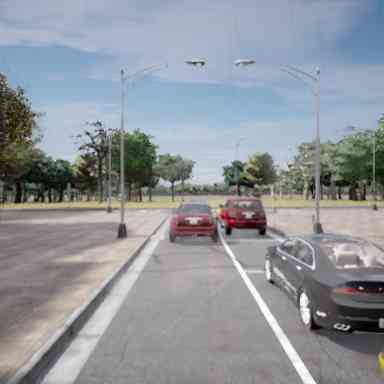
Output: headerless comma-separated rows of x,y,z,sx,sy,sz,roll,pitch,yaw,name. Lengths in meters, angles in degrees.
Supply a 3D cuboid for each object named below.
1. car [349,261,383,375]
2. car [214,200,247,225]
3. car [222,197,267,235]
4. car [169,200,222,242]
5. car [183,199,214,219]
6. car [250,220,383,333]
2.635,1.514,1.245,1.752,1.417,4.829,0,0,0,car
2.588,1.346,23.426,1.752,1.417,4.829,0,0,0,car
2.600,1.179,17.709,2.192,1.841,5.009,0,0,0,car
0.067,1.230,15.837,2.097,1.767,4.553,0,0,0,car
0.611,1.350,28.070,1.994,1.385,4.181,0,1,10,car
2.624,1.499,6.620,2.008,1.369,4.403,0,0,0,car
